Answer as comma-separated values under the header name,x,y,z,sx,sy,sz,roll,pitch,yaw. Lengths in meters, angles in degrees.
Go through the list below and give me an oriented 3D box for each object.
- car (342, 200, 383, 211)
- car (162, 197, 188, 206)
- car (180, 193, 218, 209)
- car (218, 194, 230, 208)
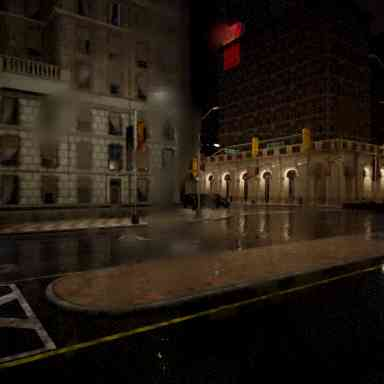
name,x,y,z,sx,sy,sz,roll,pitch,yaw
car,20.421,1.601,39.679,4.718,1.301,1.895,0,0,21
car,-2.938,1.547,57.003,2.033,1.411,5.357,0,0,-34
car,0.597,1.221,45.948,2.150,2.045,5.566,0,0,-35
car,3.086,1.221,48.487,2.150,2.045,5.566,0,0,-36
